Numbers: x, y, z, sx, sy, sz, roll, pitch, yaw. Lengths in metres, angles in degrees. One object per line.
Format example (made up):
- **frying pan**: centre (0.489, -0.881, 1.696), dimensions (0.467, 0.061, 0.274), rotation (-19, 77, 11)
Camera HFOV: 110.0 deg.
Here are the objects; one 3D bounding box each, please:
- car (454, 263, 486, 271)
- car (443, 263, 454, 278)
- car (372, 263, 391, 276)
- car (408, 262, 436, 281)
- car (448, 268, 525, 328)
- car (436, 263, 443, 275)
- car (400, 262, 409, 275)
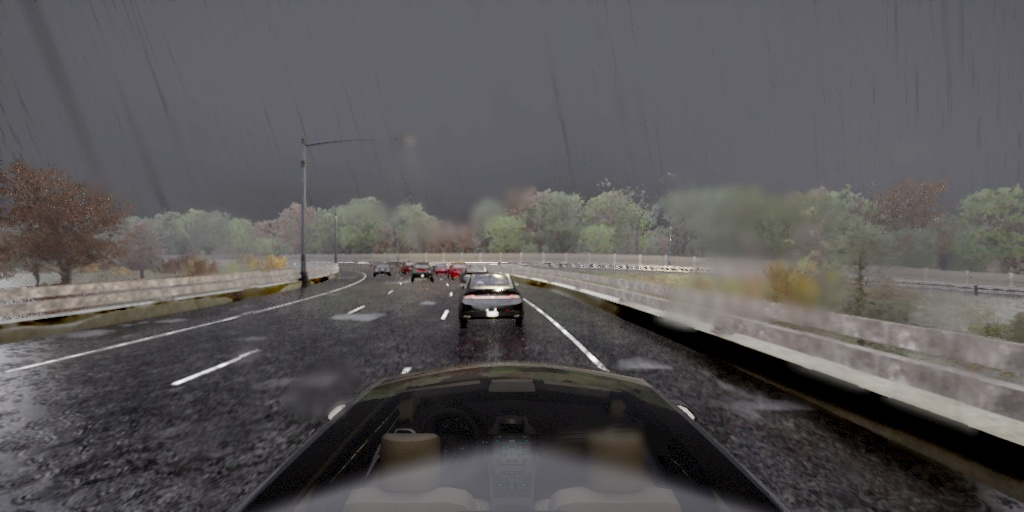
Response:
- **car**: centre (-2.464, 1.380, 23.394), dimensions (2.128, 1.511, 4.902), rotation (0, 0, -11)
- **car**: centre (-5.077, 1.436, 34.099), dimensions (1.882, 1.535, 5.008), rotation (0, 0, -16)
- **car**: centre (-15.008, 1.561, 41.281), dimensions (2.033, 1.411, 5.357), rotation (0, 0, -22)
- **car**: centre (-8.144, 1.452, 32.220), dimensions (1.837, 1.490, 4.892), rotation (0, -1, -16)
- **car**: centre (-0.724, 1.305, 11.721), dimensions (2.128, 1.511, 4.902), rotation (0, 0, -5)
- **car**: centre (-8.984, 1.594, 44.944), dimensions (1.994, 1.385, 4.181), rotation (0, 0, -22)
- **car**: centre (-12.922, 1.514, 45.233), dimensions (1.882, 1.535, 5.008), rotation (0, -1, -23)
